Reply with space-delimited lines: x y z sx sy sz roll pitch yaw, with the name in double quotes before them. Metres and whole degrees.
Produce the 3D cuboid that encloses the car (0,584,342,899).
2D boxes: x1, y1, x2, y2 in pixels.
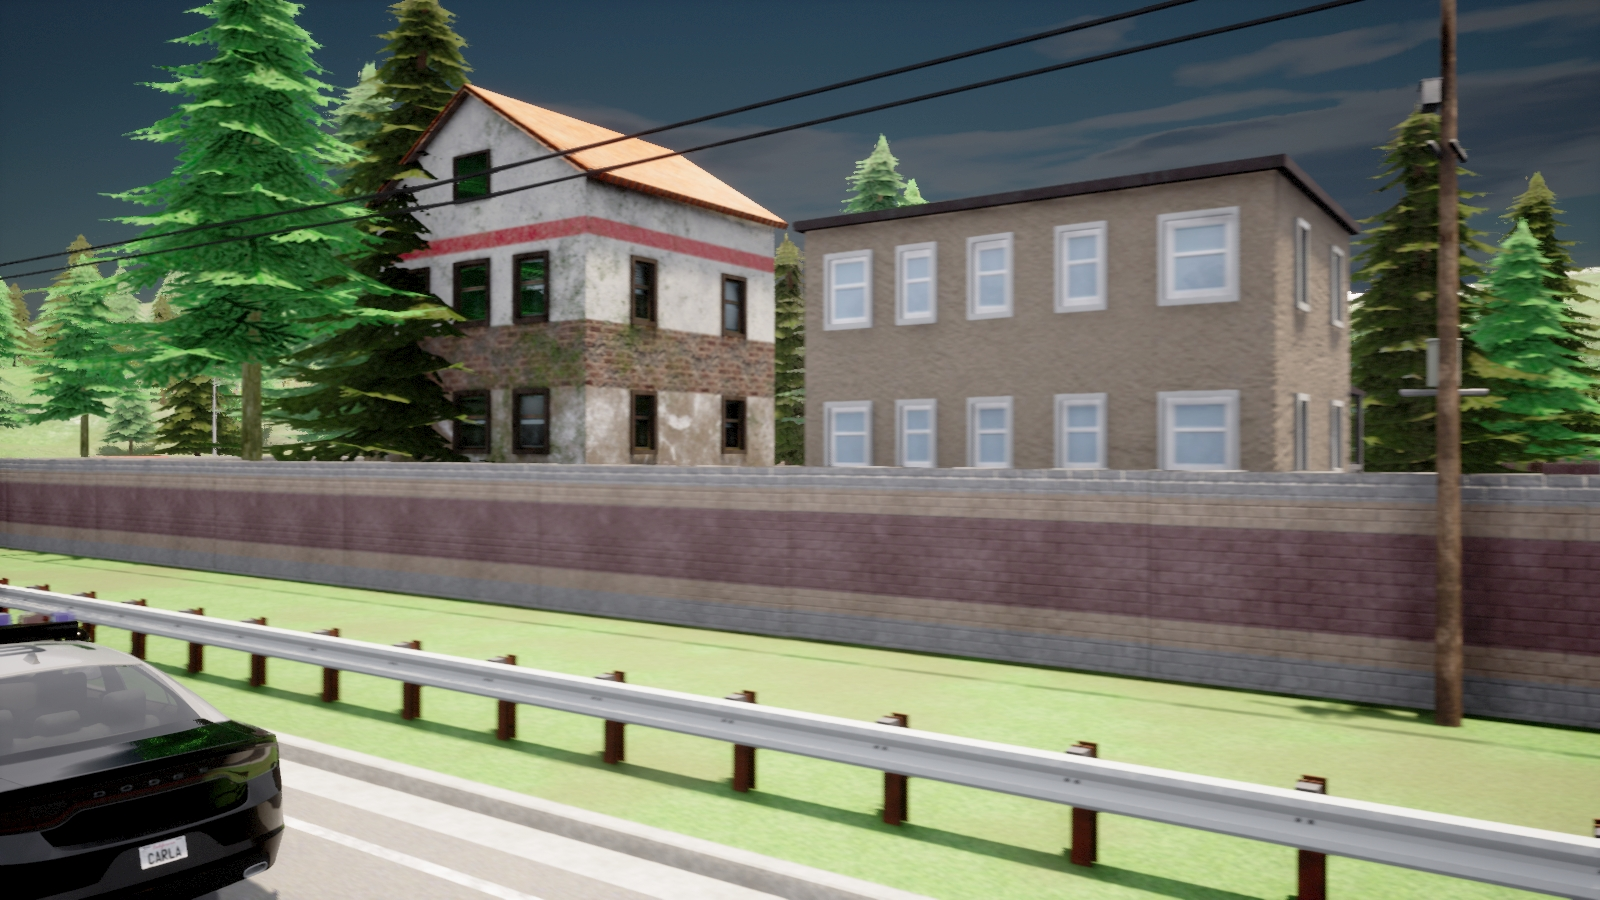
"car" -5.574 1.982 7.688 5.238 1.638 2.097 0 0 35
